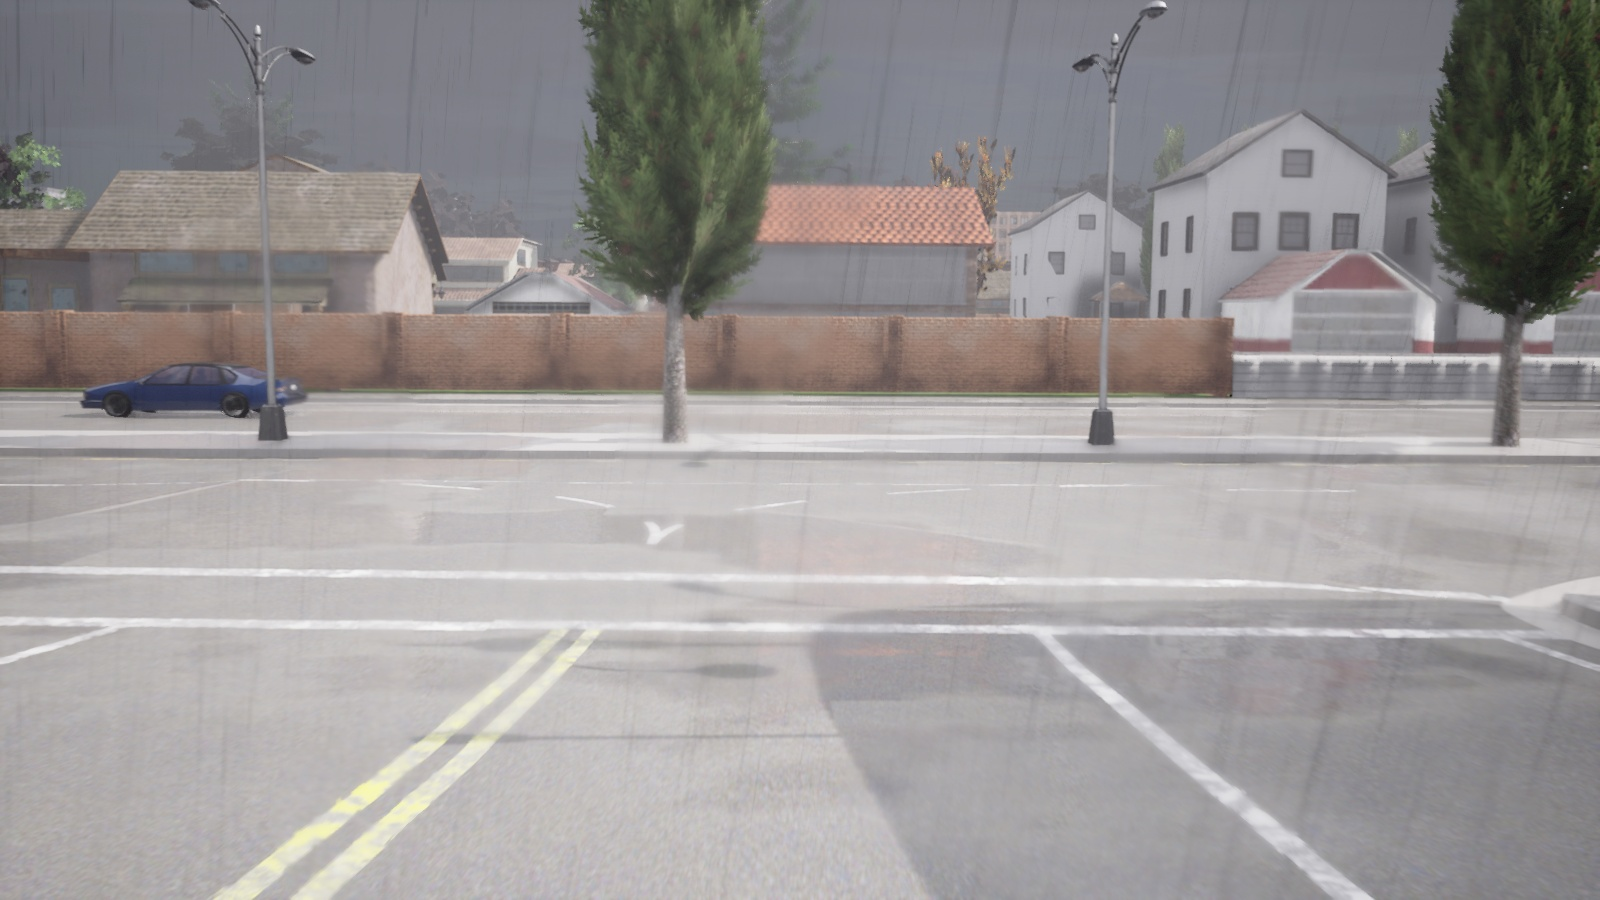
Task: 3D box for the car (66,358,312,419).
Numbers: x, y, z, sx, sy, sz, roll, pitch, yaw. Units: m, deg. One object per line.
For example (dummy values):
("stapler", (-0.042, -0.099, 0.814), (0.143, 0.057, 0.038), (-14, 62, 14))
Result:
("car", (-15.838, -1.627, 32.773), (5.357, 1.411, 2.033), (0, 6, -1))
